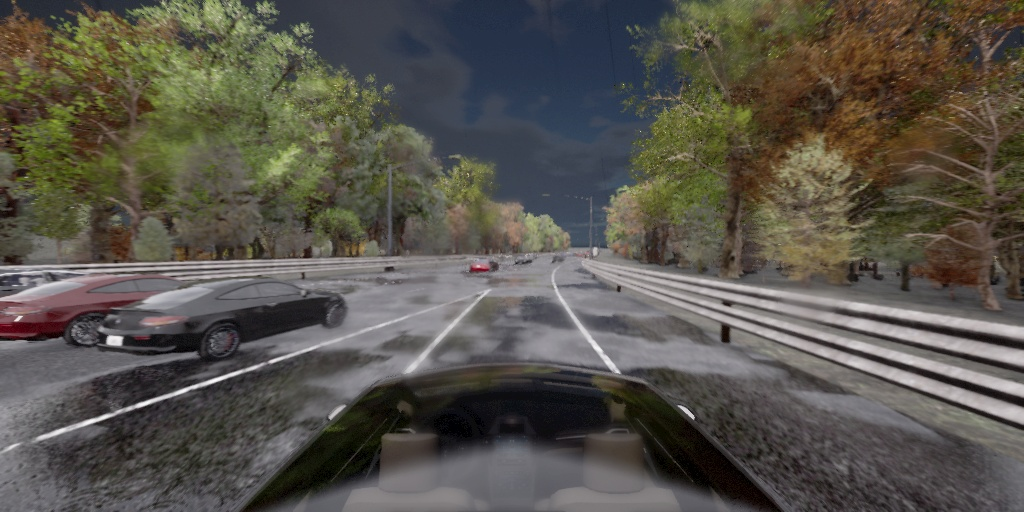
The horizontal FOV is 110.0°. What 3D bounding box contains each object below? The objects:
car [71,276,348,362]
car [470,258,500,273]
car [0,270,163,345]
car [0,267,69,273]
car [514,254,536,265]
[{"bbox_3d":[-5.788,1.167,7.962,1.812,1.442,4.674,1,1,14],"label":"car"},{"bbox_3d":[-2.606,0.881,35.049,1.994,1.385,4.181,1,1,14],"label":"car"},{"bbox_3d":[-9.180,1.127,8.812,1.812,1.442,4.674,1,1,14],"label":"car"},{"bbox_3d":[-12.575,1.047,9.661,2.128,1.511,4.902,1,1,14],"label":"car"},{"bbox_3d":[1.775,0.704,52.545,1.895,1.301,4.718,1,1,14],"label":"car"}]
